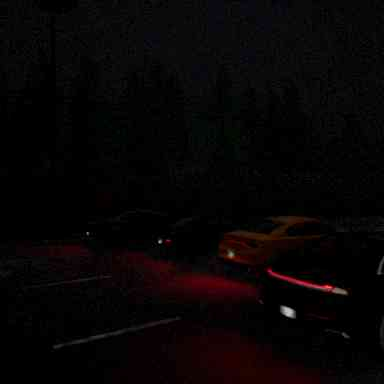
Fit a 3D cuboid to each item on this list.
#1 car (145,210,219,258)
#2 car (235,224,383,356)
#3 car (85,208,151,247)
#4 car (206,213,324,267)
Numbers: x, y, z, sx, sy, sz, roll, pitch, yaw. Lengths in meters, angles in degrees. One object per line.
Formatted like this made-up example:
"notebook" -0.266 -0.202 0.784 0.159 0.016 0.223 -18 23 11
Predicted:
"car" 0.835 1.504 12.696 4.674 1.442 1.812 0 0 -33
"car" 3.404 1.482 6.018 4.902 1.511 2.128 0 0 -32
"car" -2.218 1.466 14.889 4.902 1.511 2.128 0 0 -32
"car" 3.097 1.461 9.970 5.008 1.535 1.882 0 0 -32
